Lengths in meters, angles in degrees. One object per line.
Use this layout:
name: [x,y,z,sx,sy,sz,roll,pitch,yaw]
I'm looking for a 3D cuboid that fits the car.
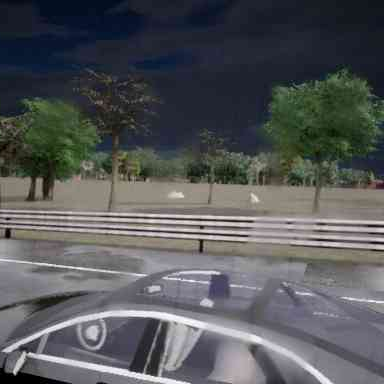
car: [-0.192,1.490,2.886,4.902,1.511,2.128,0,0,23]
